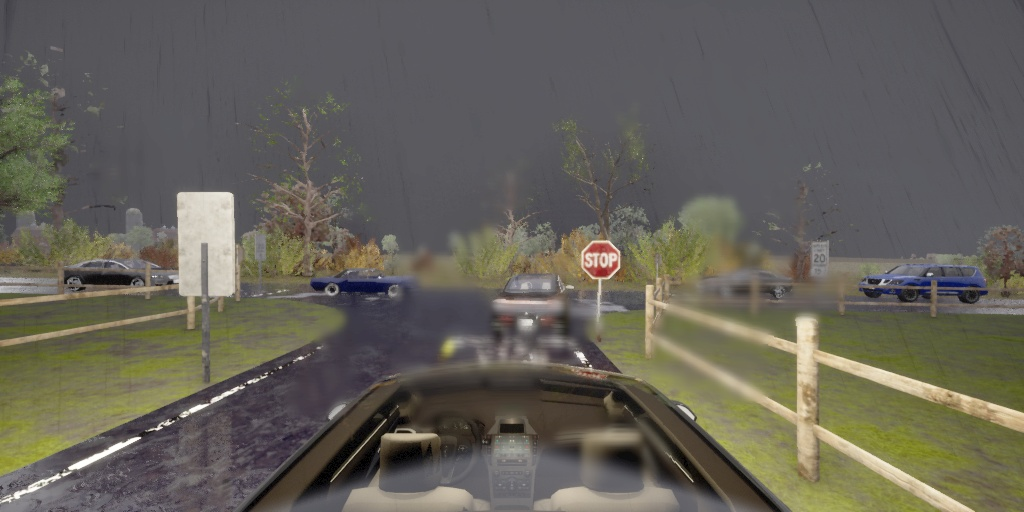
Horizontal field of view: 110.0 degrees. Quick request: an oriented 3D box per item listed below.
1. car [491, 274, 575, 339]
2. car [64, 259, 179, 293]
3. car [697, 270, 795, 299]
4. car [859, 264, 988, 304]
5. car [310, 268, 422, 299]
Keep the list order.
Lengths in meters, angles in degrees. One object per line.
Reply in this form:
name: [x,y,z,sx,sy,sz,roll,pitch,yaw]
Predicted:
car: [0.708,1.240,10.126,2.128,1.511,4.902,0,0,9]
car: [-18.487,0.885,17.178,4.902,1.511,2.128,1,1,0]
car: [13.007,1.526,20.082,4.902,1.511,2.128,1,1,0]
car: [22.903,1.467,20.069,5.566,2.045,2.150,1,1,0]
car: [-6.819,1.249,17.159,4.718,1.301,1.895,1,1,0]
